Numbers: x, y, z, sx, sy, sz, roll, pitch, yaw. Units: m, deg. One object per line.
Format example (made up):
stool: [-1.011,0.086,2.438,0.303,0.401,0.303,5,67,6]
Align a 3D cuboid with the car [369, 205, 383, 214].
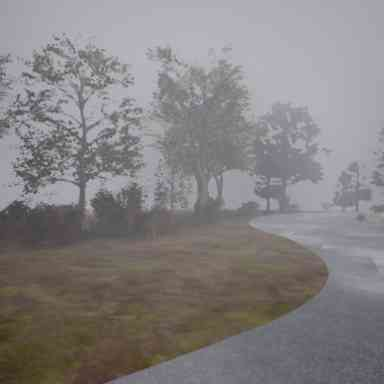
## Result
car: [21.850,1.673,35.965,4.718,1.301,1.895,0,0,2]
